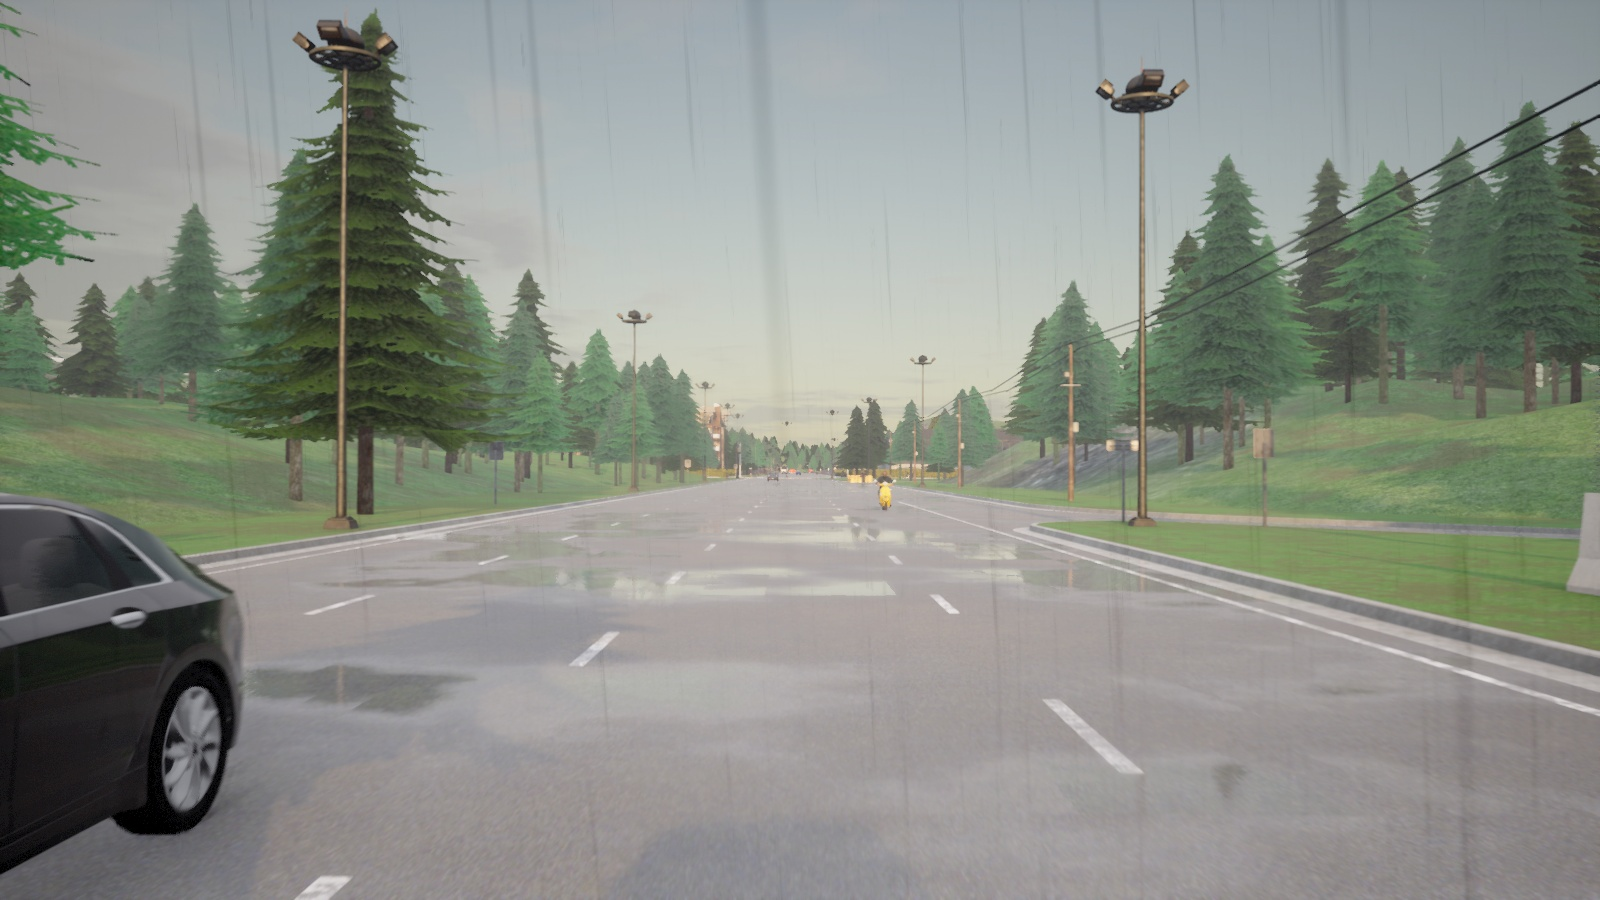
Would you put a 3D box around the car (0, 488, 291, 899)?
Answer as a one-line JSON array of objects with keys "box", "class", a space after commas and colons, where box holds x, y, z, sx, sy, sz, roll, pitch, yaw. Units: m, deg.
[{"box": [-3.510, 0.900, 3.953, 1.837, 1.490, 4.892, 0, -1, 0], "class": "car"}]

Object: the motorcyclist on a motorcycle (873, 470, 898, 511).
[{"box": [3.379, 1.586, 49.670, 0.866, 1.590, 1.817, 0, -1, 0], "class": "motorcyclist on a motorcycle"}]
